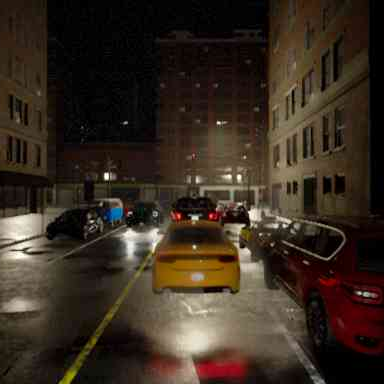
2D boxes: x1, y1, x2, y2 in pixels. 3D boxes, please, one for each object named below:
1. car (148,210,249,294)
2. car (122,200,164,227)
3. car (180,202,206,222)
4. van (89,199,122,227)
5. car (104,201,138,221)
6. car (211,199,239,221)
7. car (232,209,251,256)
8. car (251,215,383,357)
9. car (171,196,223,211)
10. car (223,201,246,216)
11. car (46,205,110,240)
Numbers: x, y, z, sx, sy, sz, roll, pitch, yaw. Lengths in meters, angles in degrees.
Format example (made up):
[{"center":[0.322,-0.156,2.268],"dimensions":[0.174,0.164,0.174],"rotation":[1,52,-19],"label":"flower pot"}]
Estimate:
[{"center":[0.067,1.477,8.826],"dimensions":[1.882,1.535,5.008],"rotation":[0,0,-1],"label":"car"},{"center":[-3.051,1.357,22.447],"dimensions":[2.097,1.767,4.553],"rotation":[0,0,0],"label":"car"},{"center":[0.115,1.572,27.376],"dimensions":[1.994,1.385,4.181],"rotation":[0,0,1],"label":"car"},{"center":[-5.821,1.347,22.475],"dimensions":[1.690,1.788,3.998],"rotation":[1,0,0],"label":"van"},{"center":[-5.816,1.553,27.957],"dimensions":[1.887,1.381,4.507],"rotation":[1,0,0],"label":"car"},{"center":[2.710,1.449,27.946],"dimensions":[1.967,1.590,4.097],"rotation":[1,0,0],"label":"car"},{"center":[2.689,1.525,11.668],"dimensions":[1.752,1.417,4.829],"rotation":[1,0,0],"label":"car"},{"center":[2.684,1.313,6.015],"dimensions":[2.192,1.841,5.009],"rotation":[1,0,0],"label":"car"},{"center":[0.123,1.224,16.907],"dimensions":[2.150,2.045,5.566],"rotation":[0,0,0],"label":"car"},{"center":[2.703,1.446,22.463],"dimensions":[1.967,1.590,4.097],"rotation":[1,0,0],"label":"car"},{"center":[-5.830,1.568,16.993],"dimensions":[1.947,1.339,4.313],"rotation":[1,0,0],"label":"car"}]
